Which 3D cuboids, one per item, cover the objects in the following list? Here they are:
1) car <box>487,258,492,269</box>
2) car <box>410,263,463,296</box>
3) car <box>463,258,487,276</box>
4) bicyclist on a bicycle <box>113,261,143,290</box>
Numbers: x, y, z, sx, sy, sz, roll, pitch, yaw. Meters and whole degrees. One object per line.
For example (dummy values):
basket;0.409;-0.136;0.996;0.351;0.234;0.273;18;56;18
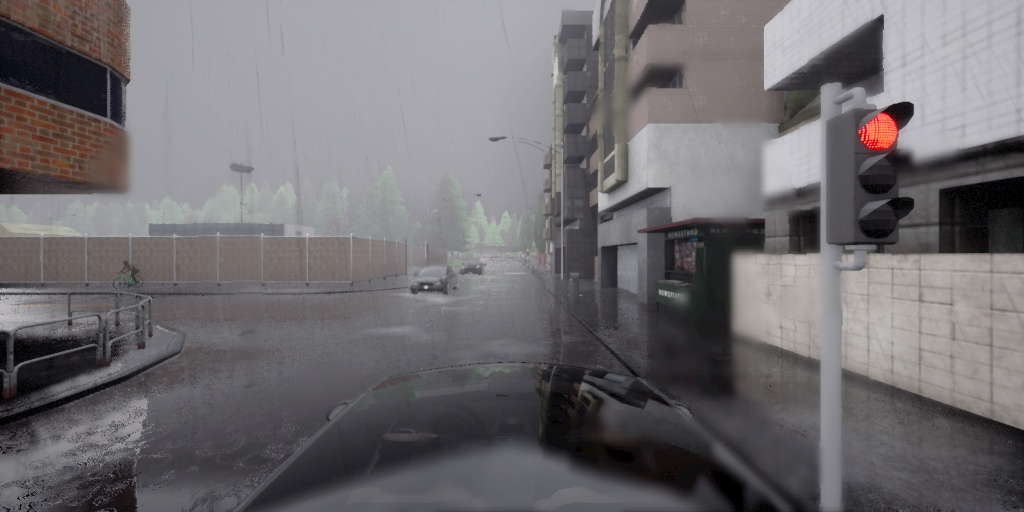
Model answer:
car;-4.034;1.059;53.246;1.882;1.535;5.008;0;0;0
car;-4.109;1.254;19.565;1.837;1.490;4.892;0;0;0
car;-4.115;1.098;37.591;2.097;1.767;4.553;0;0;0
bicyclist on a bicycle;-22.184;1.098;20.738;0.582;1.620;1.656;0;0;0
